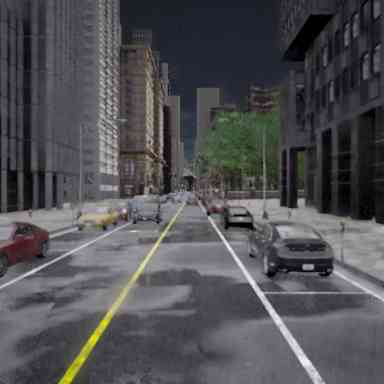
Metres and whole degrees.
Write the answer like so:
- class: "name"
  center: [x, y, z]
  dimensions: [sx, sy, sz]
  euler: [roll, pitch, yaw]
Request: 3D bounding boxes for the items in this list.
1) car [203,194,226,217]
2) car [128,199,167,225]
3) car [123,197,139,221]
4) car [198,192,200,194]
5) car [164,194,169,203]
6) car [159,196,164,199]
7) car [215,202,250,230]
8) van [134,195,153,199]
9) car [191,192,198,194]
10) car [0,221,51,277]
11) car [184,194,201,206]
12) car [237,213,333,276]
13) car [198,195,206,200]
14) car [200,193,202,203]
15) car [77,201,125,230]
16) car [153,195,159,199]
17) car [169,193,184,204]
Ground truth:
- class: "car"
  center: [2.391, 1.343, 31.818]
  dimensions: [2.097, 1.767, 4.553]
  euler: [0, 0, 0]
- class: "car"
  center: [-3.094, 1.498, 24.134]
  dimensions: [1.837, 1.490, 4.892]
  euler: [0, 0, 0]
- class: "car"
  center: [-5.759, 1.432, 26.566]
  dimensions: [1.967, 1.590, 4.097]
  euler: [0, 0, 0]
- class: "car"
  center: [2.771, 1.285, 64.961]
  dimensions: [2.192, 1.841, 5.009]
  euler: [0, 0, 0]
- class: "car"
  center: [-5.754, 1.535, 64.981]
  dimensions: [1.947, 1.339, 4.313]
  euler: [0, 0, 0]
- class: "car"
  center: [-5.757, 1.298, 48.516]
  dimensions: [2.192, 1.841, 5.009]
  euler: [0, 0, 0]
- class: "car"
  center: [2.765, 1.561, 21.067]
  dimensions: [1.947, 1.339, 4.313]
  euler: [0, 0, 0]
- class: "van"
  center: [-5.758, 1.329, 37.541]
  dimensions: [1.690, 1.788, 3.998]
  euler: [0, 0, 0]
- class: "car"
  center: [0.010, 1.303, 69.385]
  dimensions: [1.812, 1.442, 4.674]
  euler: [0, 0, 0]
- class: "car"
  center: [-5.761, 1.581, 10.102]
  dimensions: [1.802, 1.307, 4.206]
  euler: [0, 0, 0]
- class: "car"
  center: [0.036, 1.473, 53.736]
  dimensions: [2.128, 1.511, 4.902]
  euler: [0, 0, 1]
- class: "car"
  center: [2.764, 1.550, 10.093]
  dimensions: [2.008, 1.369, 4.403]
  euler: [0, 0, 0]
- class: "car"
  center: [2.775, 1.488, 91.520]
  dimensions: [1.947, 1.339, 4.313]
  euler: [0, 0, 0]
- class: "car"
  center: [2.770, 1.295, 53.987]
  dimensions: [2.192, 1.841, 5.009]
  euler: [0, 0, 0]
- class: "car"
  center: [-5.760, 1.520, 20.908]
  dimensions: [1.752, 1.417, 4.829]
  euler: [0, 0, 0]
- class: "car"
  center: [-5.757, 1.425, 43.029]
  dimensions: [1.967, 1.590, 4.097]
  euler: [0, 0, 0]
- class: "car"
  center: [-2.999, 1.477, 64.869]
  dimensions: [1.812, 1.442, 4.674]
  euler: [0, 0, 0]
